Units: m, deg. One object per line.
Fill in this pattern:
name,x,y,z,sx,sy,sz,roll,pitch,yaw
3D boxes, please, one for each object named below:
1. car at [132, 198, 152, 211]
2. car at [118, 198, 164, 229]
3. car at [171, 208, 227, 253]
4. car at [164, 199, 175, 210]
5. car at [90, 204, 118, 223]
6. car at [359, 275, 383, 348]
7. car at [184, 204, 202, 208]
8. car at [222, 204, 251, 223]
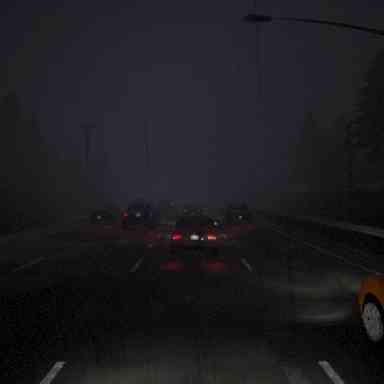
car,-6.894,1.666,45.983,2.097,1.767,4.553,0,0,0
car,-3.396,1.510,23.076,2.097,1.767,4.553,0,0,0
car,0.109,1.644,14.051,2.033,1.411,5.357,0,0,0
car,-3.395,1.656,44.527,2.097,1.767,4.553,0,0,0
car,-6.894,1.711,26.943,1.812,1.442,4.674,0,0,0
car,3.600,1.501,3.327,1.882,1.535,5.008,0,0,0
car,0.083,1.833,33.851,1.895,1.301,4.718,0,0,0
car,3.605,1.679,27.109,2.128,1.511,4.902,0,0,0
